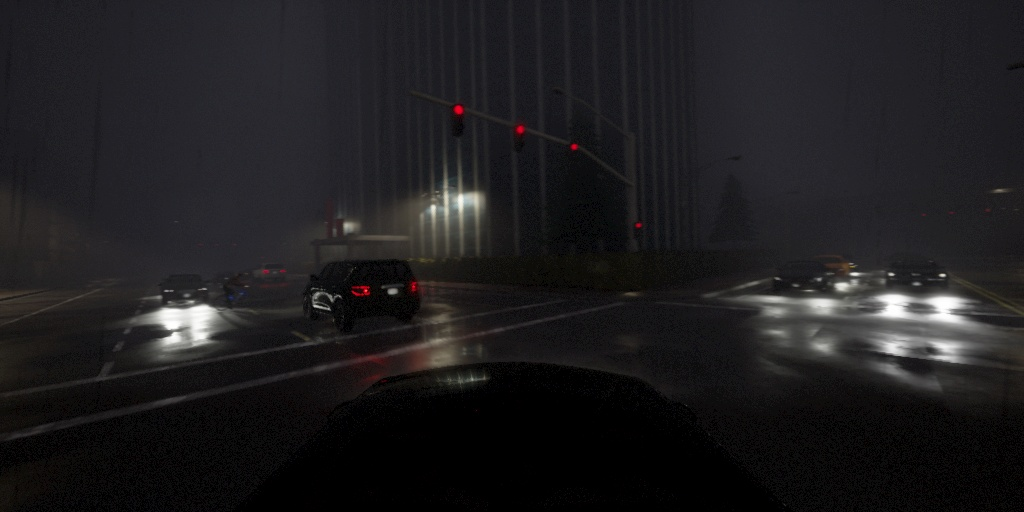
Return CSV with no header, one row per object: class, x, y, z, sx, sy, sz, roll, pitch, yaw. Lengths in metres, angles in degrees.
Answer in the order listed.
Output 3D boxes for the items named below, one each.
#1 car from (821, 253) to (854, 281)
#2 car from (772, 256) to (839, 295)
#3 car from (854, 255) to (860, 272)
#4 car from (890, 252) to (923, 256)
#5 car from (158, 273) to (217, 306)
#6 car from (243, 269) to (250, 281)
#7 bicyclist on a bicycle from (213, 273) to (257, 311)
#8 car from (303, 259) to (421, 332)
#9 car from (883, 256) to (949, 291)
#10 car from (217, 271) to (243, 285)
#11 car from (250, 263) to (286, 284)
car,20.362,0.687,23.105,5.008,1.535,1.882,-2,0,-43
car,13.604,0.916,16.667,4.674,1.442,1.812,-2,0,-43
car,27.804,0.515,30.145,4.892,1.490,1.837,-2,0,-44
car,25.568,0.538,23.211,5.008,1.535,1.882,-2,0,-43
car,-18.298,1.800,20.040,2.128,1.511,4.902,-2,0,-44
car,-33.224,2.310,45.668,1.812,1.442,4.674,-2,0,-44
bicyclist on a bicycle,-12.399,1.585,16.083,0.582,1.620,1.656,-2,0,33
car,-5.158,1.138,11.939,2.150,2.045,5.566,-1,0,-43
car,18.762,0.844,16.751,4.718,1.301,1.895,-2,0,-44
car,-28.964,2.208,36.269,1.994,1.385,4.181,-2,0,-41
car,-25.789,1.778,38.076,2.150,2.045,5.566,-2,0,-44
